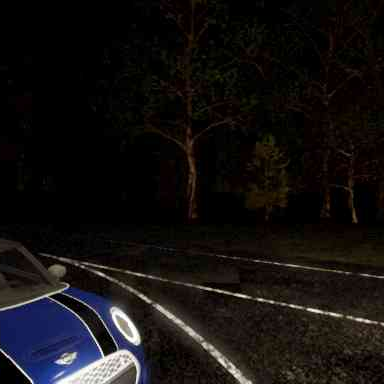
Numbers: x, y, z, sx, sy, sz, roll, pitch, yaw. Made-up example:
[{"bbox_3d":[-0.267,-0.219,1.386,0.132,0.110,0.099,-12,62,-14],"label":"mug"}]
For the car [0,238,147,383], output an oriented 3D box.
[{"bbox_3d":[-2.666,1.342,3.771,4.553,1.767,2.097,1,0,35],"label":"car"}]
